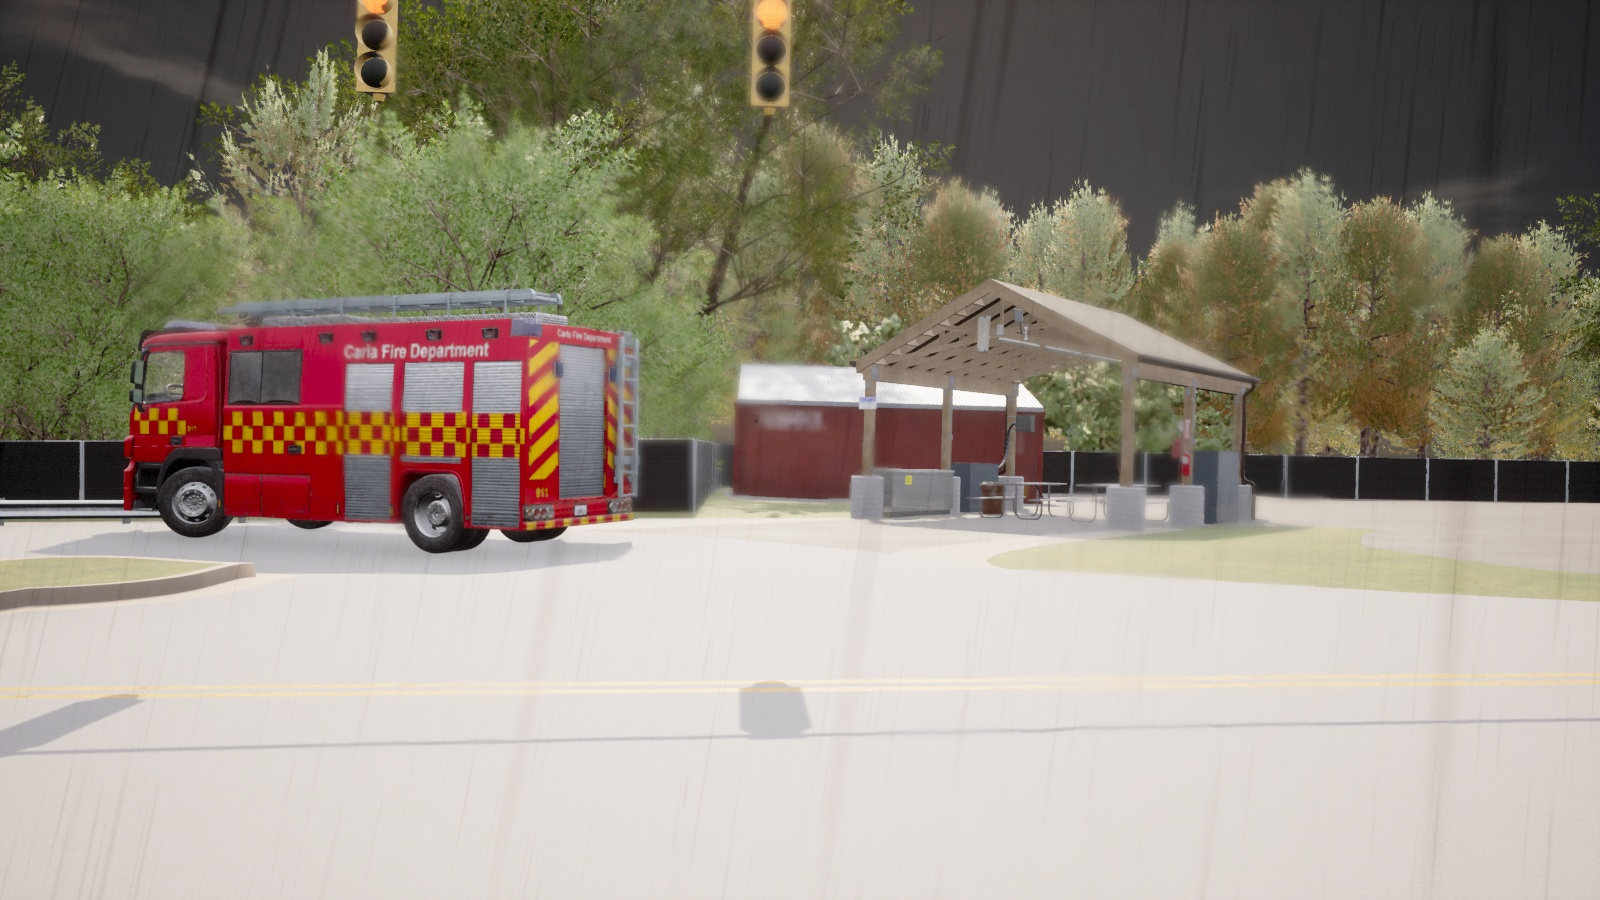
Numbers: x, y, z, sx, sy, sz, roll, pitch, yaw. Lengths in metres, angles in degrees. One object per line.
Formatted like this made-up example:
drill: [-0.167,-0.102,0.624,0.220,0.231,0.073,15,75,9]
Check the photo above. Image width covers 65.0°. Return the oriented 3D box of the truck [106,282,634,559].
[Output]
truck: [-7.109,-0.474,20.463,8.468,3.827,2.891,1,1,25]
